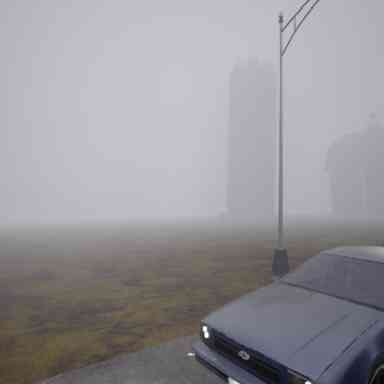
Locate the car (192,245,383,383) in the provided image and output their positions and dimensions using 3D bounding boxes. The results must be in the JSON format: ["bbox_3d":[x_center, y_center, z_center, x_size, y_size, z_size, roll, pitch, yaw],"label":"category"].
[{"bbox_3d":[2.623,1.551,4.824,5.357,1.411,2.033,0,0,-36],"label":"car"}]
